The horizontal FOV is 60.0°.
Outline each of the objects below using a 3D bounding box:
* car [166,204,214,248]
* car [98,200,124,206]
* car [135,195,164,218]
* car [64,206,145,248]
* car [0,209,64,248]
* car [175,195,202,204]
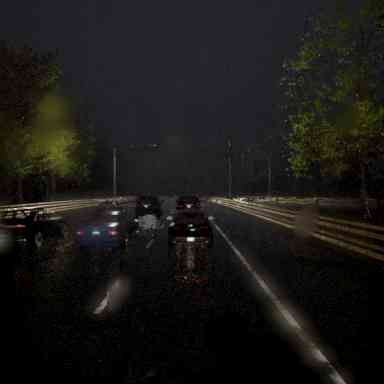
[{"bbox_3d":[-0.075,1.519,14.840,1.837,1.490,4.892,0,0,-1],"label":"car"},{"bbox_3d":[-7.298,1.529,29.787,1.837,1.490,4.892,0,0,-1],"label":"car"},{"bbox_3d":[-3.799,1.271,29.886,2.150,2.045,5.566,0,0,-1],"label":"car"},{"bbox_3d":[-3.576,1.566,14.805,2.033,1.411,5.357,0,0,-1],"label":"car"},{"bbox_3d":[-7.075,1.498,14.770,2.128,1.511,4.902,0,0,-1],"label":"car"},{"bbox_3d":[-0.300,1.270,29.955,2.150,2.045,5.566,0,0,-1],"label":"car"}]
